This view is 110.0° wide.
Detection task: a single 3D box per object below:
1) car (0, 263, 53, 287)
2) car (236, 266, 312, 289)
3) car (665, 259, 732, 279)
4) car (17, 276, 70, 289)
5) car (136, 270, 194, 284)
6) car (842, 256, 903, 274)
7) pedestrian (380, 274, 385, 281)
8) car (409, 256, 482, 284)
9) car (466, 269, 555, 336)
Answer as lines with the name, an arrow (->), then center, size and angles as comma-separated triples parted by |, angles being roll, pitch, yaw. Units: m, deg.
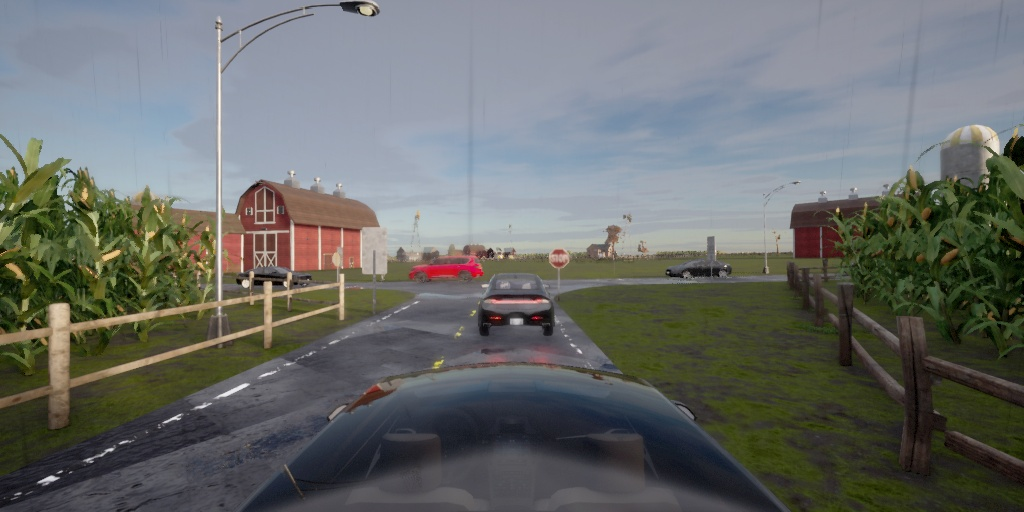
car -> -45.988, 1.732, 33.295 | 5.566, 2.045, 2.150 | -1, -1, 15
car -> -16.865, 1.473, 25.556 | 5.008, 1.535, 1.882 | -1, -1, 5
car -> 14.545, 1.002, 28.055 | 4.892, 1.490, 1.837 | -1, 0, -4
car -> -36.869, 1.853, 28.400 | 4.674, 1.442, 1.812 | -1, -1, 11
car -> -26.747, 1.707, 26.676 | 5.357, 1.411, 2.033 | -1, -1, 8
car -> 29.960, 0.710, 29.644 | 5.008, 1.535, 1.882 | -1, 0, -8
pedestrian -> -11.179, 1.241, 30.987 | 0.375, 1.860, 0.375 | 0, 0, 4
car -> -5.043, 1.053, 27.719 | 5.566, 2.045, 2.150 | -1, 0, 2
car -> 0.106, 1.243, 10.382 | 2.128, 1.511, 4.902 | 0, 0, 0
